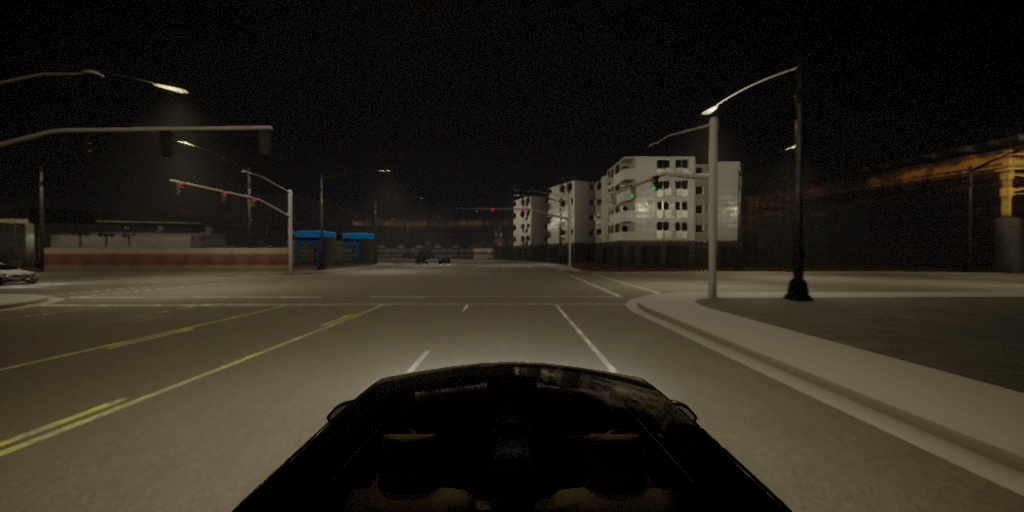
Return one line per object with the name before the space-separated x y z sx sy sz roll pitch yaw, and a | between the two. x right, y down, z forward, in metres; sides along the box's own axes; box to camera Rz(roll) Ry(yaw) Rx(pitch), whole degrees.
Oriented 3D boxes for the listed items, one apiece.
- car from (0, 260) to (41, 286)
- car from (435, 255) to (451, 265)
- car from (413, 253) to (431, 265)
car | -33.898 1.166 23.337 4.674 1.442 1.812 1 1 -1
car | -11.136 0.654 59.177 2.033 1.411 5.357 0 1 -13
car | -14.368 0.639 57.339 1.837 1.490 4.892 0 1 -11
